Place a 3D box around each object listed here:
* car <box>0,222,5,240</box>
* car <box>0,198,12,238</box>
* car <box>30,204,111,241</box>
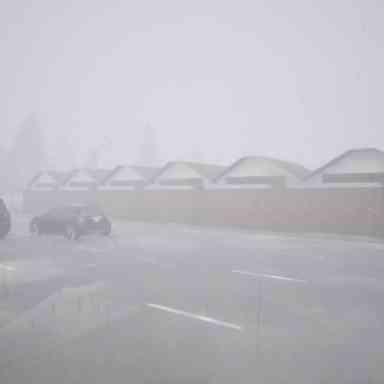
[{"bbox_3d":[-7.823,1.568,9.558,5.357,1.411,2.033,0,0,35],"label":"car"},{"bbox_3d":[-10.929,1.254,16.027,5.566,2.045,2.150,0,0,35],"label":"car"},{"bbox_3d":[-6.274,1.377,17.029,4.553,1.767,2.097,0,0,35],"label":"car"}]
